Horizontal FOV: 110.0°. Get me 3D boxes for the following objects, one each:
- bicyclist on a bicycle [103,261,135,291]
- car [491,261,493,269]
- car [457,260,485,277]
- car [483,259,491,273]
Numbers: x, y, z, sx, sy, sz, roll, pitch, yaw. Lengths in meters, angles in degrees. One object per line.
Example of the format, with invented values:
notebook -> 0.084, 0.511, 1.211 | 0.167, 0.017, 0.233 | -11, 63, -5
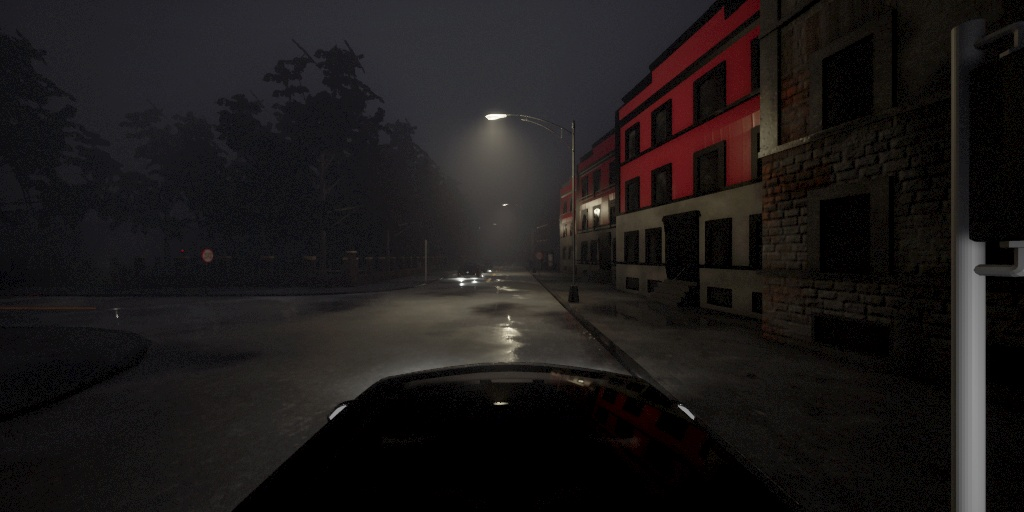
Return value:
bicyclist on a bicycle -> -21.814, 1.099, 19.925 | 0.582, 1.620, 1.656 | 0, 0, 0
car -> -3.971, 1.228, 54.351 | 1.882, 1.535, 5.008 | 0, 0, 0
car -> -4.036, 1.314, 34.647 | 1.994, 1.385, 4.181 | 0, 0, 0
car -> -4.017, 1.297, 43.939 | 2.033, 1.411, 5.357 | 0, 0, 0
